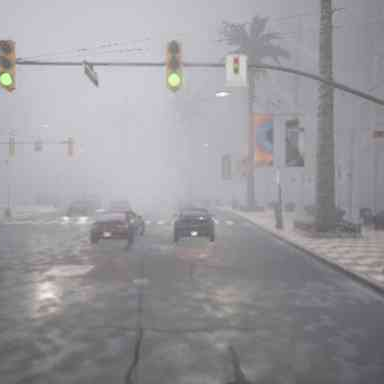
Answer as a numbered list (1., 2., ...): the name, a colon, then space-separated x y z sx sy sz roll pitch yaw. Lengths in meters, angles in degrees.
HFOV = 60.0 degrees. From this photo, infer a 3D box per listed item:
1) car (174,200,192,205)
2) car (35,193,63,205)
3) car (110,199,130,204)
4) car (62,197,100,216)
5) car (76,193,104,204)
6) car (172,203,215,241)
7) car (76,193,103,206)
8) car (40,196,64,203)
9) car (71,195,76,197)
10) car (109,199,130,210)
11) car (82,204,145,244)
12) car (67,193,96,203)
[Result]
1. car: -0.972 1.594 40.275 1.895 1.301 4.718 0 0 -11
2. car: -25.026 1.213 57.872 5.566 2.045 2.150 0 0 35
3. car: -7.383 1.542 34.462 2.033 1.411 5.357 0 0 -4
4. car: -10.842 1.499 32.869 1.837 1.490 4.892 0 0 -3
5. car: -19.183 1.211 62.361 5.566 2.045 2.150 0 0 35
6. car: 0.100 1.502 16.537 1.837 1.490 4.892 0 0 0
7. car: -14.075 1.214 45.962 2.150 2.045 5.566 0 0 -28
8. car: -28.462 1.525 67.603 4.718 1.301 1.895 0 0 22
9. car: -19.144 1.516 57.831 4.674 1.442 1.812 0 0 41
10. car: -9.842 1.593 44.926 1.895 1.301 4.718 0 0 -23
11. car: -3.401 1.523 15.651 1.812 1.442 4.674 0 0 0
12. car: -22.865 1.214 68.797 5.566 2.045 2.150 0 0 25
